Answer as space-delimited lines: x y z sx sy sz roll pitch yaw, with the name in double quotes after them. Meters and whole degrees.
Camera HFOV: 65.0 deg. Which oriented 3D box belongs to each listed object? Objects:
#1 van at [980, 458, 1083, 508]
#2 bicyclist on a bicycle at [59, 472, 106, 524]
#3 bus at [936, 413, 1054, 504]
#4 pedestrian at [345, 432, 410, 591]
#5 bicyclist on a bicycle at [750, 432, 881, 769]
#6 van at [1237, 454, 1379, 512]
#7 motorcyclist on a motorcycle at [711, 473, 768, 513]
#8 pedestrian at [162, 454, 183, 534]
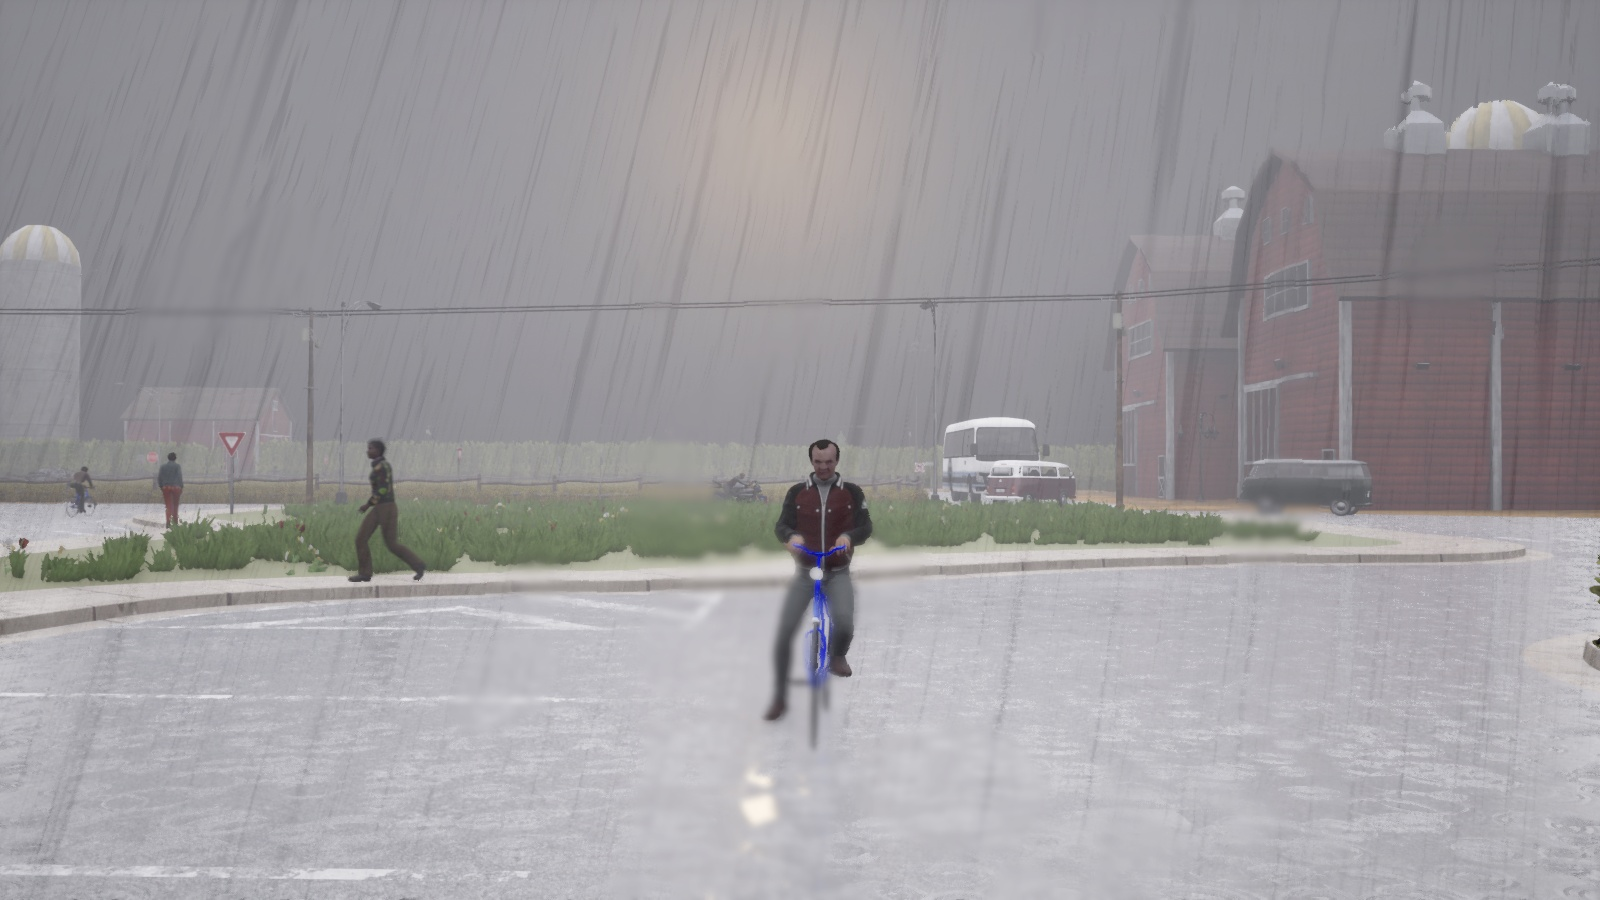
9.962 1.394 53.885 4.480 2.038 2.069 1 -2 -43 "van"
-22.960 1.533 40.207 0.582 1.620 1.656 0 -1 -1 "bicyclist on a bicycle"
9.684 0.469 63.888 3.944 4.253 10.273 0 -1 -3 "bus"
-5.240 0.752 15.578 0.692 1.930 0.395 0 -1 -34 "pedestrian"
0.139 0.811 7.576 0.659 1.776 1.843 0 -1 4 "bicyclist on a bicycle"
18.232 1.193 45.163 4.442 1.987 1.775 -1 -1 34 "van"
-2.370 1.691 49.642 2.191 1.530 0.866 0 -1 0 "motorcyclist on a motorcycle"
-14.694 1.021 29.399 0.353 1.847 0.614 0 -1 -18 "pedestrian"
